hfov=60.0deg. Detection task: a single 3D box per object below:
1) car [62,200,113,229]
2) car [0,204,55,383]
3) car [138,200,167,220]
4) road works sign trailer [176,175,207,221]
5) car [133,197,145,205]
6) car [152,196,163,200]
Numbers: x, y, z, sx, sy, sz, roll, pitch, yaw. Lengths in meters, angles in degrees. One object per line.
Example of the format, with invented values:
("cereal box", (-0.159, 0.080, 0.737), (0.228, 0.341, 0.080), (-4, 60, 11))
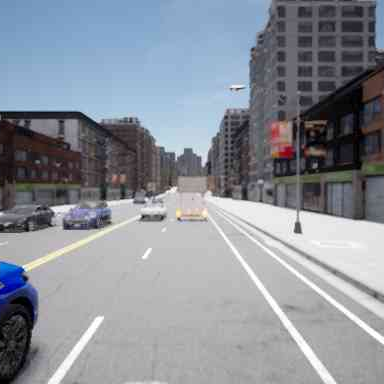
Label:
("car", (-6.600, 1.338, 21.370), (2.097, 1.767, 4.553), (0, 0, 0))
("car", (-3.150, 1.216, 2.156), (2.150, 2.045, 5.566), (0, 0, 0))
("car", (-3.155, 1.597, 28.380), (1.895, 1.301, 4.718), (0, 0, 0))
("road works sign trailer", (0.021, 0.458, 26.266), (2.380, 3.560, 2.880), (0, 0, 3))
("car", (-9.776, 1.641, 62.111), (1.994, 1.385, 4.181), (0, 0, 1))
("car", (-6.527, 1.586, 62.659), (2.128, 1.511, 4.902), (0, 0, 1))
